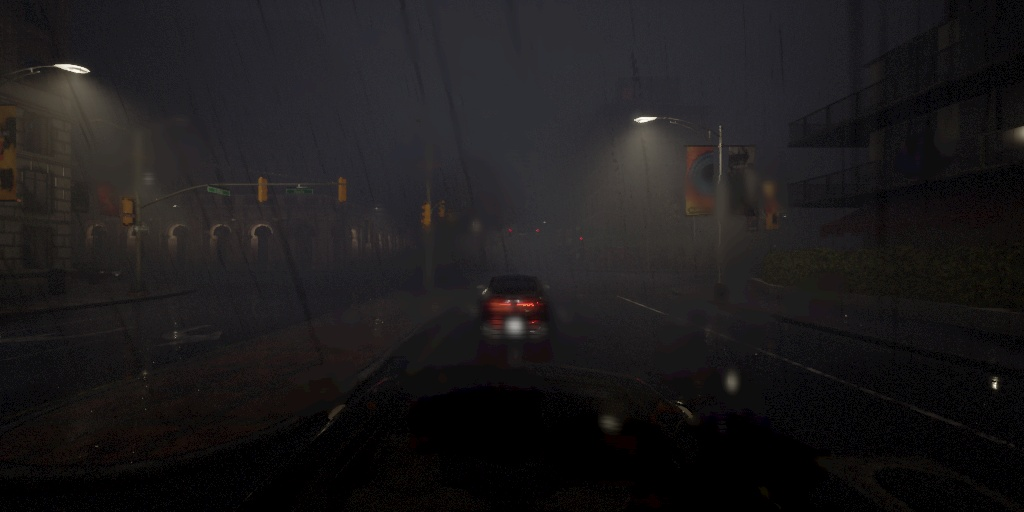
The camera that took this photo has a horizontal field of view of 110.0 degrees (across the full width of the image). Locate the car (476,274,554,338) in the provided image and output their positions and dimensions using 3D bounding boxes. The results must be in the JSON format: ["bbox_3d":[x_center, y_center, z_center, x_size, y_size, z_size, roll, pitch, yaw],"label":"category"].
[{"bbox_3d":[0.077,1.255,10.142,1.837,1.490,4.892,0,0,0],"label":"car"}]

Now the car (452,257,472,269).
[{"bbox_3d":[-8.051,1.276,58.339,1.812,1.442,4.674,0,0,0],"label":"car"}]

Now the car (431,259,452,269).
[{"bbox_3d":[-11.541,1.276,58.564,1.812,1.442,4.674,0,0,0],"label":"car"}]

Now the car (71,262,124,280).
[{"bbox_3d":[-33.899,1.241,28.542,4.902,1.511,2.128,0,0,0],"label":"car"}]
